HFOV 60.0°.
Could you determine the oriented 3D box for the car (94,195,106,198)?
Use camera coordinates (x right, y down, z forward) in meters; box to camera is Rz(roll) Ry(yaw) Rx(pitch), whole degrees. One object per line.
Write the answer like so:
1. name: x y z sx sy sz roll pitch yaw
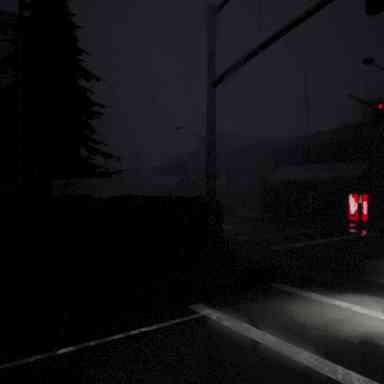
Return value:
1. car: -9.674 1.242 34.990 2.097 1.767 4.553 0 -1 -35
